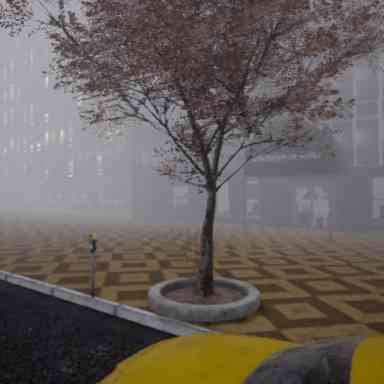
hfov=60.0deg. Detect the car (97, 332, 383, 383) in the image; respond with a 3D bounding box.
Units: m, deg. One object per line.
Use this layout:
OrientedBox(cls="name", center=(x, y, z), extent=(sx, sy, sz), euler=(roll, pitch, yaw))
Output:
OrientedBox(cls="car", center=(1.327, 1.526, 1.932), extent=(4.829, 1.417, 1.752), euler=(0, 0, 35))
